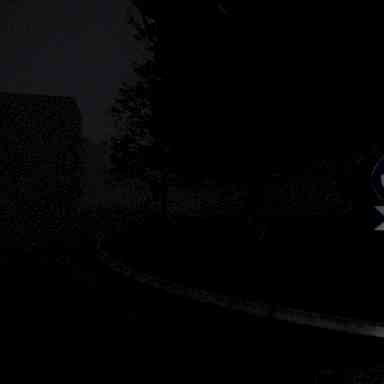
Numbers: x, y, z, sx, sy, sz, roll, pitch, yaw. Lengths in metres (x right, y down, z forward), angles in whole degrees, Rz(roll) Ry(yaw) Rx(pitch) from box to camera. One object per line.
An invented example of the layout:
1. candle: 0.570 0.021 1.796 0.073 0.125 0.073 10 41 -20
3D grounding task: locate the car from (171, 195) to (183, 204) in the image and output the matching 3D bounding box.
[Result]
1. car: -2.452 1.200 55.047 1.882 1.535 5.008 0 -1 -3
